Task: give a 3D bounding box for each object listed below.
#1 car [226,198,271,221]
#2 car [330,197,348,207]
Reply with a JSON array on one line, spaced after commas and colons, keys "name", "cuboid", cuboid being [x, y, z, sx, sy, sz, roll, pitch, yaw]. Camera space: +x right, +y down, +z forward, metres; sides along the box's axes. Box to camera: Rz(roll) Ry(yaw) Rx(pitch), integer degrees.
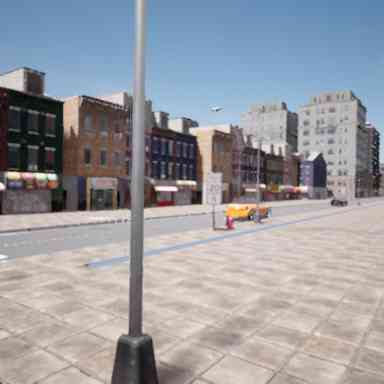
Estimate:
[{"name": "car", "cuboid": [4.620, 1.228, 26.627, 2.097, 1.767, 4.553, 2, 1, 36]}, {"name": "car", "cuboid": [23.213, 1.489, 52.470, 1.812, 1.442, 4.674, 2, 1, 36]}]
